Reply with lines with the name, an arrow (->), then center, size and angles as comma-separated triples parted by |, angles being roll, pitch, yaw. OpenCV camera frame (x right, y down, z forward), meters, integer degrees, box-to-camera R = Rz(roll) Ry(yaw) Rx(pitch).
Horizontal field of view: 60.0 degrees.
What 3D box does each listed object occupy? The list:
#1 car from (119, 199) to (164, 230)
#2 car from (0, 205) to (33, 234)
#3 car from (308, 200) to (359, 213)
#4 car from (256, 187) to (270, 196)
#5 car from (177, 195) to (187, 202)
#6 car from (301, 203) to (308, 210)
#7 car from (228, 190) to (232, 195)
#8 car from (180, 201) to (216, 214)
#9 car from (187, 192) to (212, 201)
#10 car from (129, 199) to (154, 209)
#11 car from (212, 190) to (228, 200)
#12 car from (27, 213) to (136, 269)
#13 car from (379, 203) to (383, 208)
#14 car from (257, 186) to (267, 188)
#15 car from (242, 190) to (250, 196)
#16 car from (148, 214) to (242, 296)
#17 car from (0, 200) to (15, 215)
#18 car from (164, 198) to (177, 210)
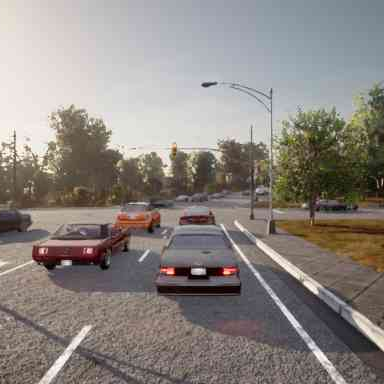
car -> -3.139, 1.397, 20.119 | 2.097, 1.767, 4.553 | 0, 0, 2
car -> -10.413, 1.584, 17.453 | 2.033, 1.411, 5.357 | 0, 0, 2
car -> 16.122, 1.646, 37.750 | 4.718, 1.301, 1.895 | -1, 0, 4
car -> 17.865, 0.264, 83.797 | 1.895, 1.301, 4.718 | 0, 3, 33
car -> -1.964, 1.429, 67.106 | 1.812, 1.442, 4.674 | 0, 1, 20
car -> 16.053, 1.661, 41.261 | 4.718, 1.301, 1.895 | -1, 0, 4
car -> 9.154, 0.185, 89.674 | 2.033, 1.411, 5.357 | 0, 3, 30
car -> 0.330, 1.518, 18.550 | 1.882, 1.535, 5.008 | 0, 0, 2
car -> 1.538, 1.104, 66.462 | 2.150, 2.045, 5.566 | 0, 2, 21
car -> -7.433, 1.741, 49.472 | 1.895, 1.301, 4.718 | 0, 0, 18
car -> 5.871, 0.942, 76.575 | 2.033, 1.411, 5.357 | 0, 3, 26
car -> -3.336, 1.618, 11.141 | 1.895, 1.301, 4.718 | 0, 0, 1
car -> 25.921, 1.396, 40.656 | 5.357, 1.411, 2.033 | -2, 0, 3
car -> 20.017, -0.763, 93.200 | 2.150, 2.045, 5.566 | 0, 3, 38
car -> 14.325, 0.261, 84.722 | 2.128, 1.511, 4.902 | 0, 3, 33
car -> 0.143, 1.558, 8.803 | 2.033, 1.411, 5.357 | 0, 0, 0
car -> -22.426, 1.745, 36.396 | 4.902, 1.511, 2.128 | -1, 0, 2
car -> -4.031, 1.732, 46.733 | 1.895, 1.301, 4.718 | 0, 0, 11
